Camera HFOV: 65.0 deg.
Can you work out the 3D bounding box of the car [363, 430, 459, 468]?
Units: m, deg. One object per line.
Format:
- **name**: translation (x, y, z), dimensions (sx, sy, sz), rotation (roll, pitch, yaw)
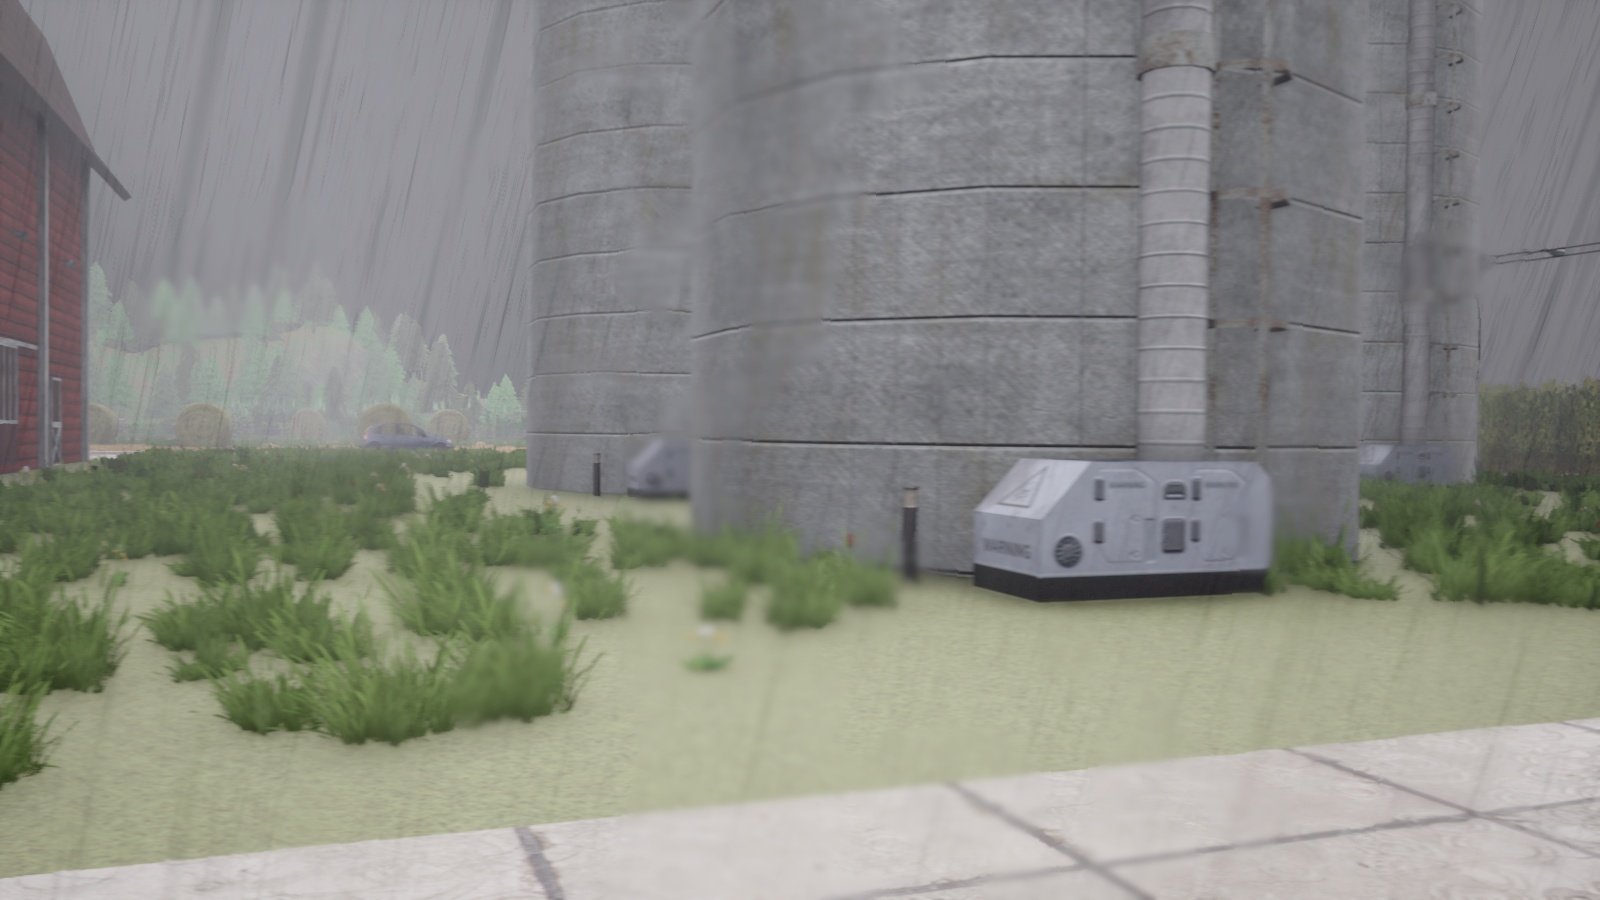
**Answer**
- **car**: translation (-17.491, -0.059, 56.403), dimensions (3.988, 1.617, 1.851), rotation (-1, 1, -21)
